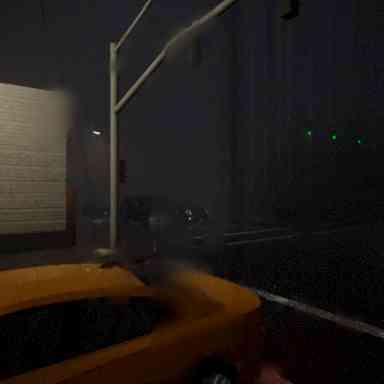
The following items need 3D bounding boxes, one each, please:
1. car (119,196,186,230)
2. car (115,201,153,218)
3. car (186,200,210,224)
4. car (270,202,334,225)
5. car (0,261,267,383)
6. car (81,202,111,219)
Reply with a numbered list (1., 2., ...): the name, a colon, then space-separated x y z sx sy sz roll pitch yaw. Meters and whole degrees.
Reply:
1. car: -3.040 1.277 22.372 2.150 2.045 5.566 0 0 -36
2. car: -5.687 1.619 32.115 1.994 1.385 4.181 0 0 -35
3. car: -0.671 1.407 25.084 2.097 1.767 4.553 0 0 -35
4. car: 8.155 1.534 25.117 1.882 1.535 5.008 0 0 -36
5. car: -1.545 1.477 2.909 5.008 1.535 1.882 0 0 -35
6. car: -8.502 1.619 30.041 1.994 1.385 4.181 0 0 -35
